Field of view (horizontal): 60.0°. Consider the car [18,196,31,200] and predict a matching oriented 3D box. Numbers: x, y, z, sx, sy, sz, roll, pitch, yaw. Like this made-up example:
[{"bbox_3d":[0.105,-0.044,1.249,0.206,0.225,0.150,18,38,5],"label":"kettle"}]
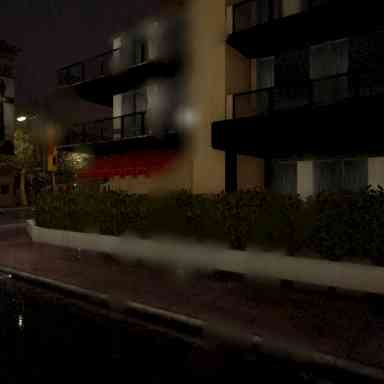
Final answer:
[{"bbox_3d":[-35.664,1.481,67.686,4.892,1.521,2.231,0,0,36],"label":"car"}]
